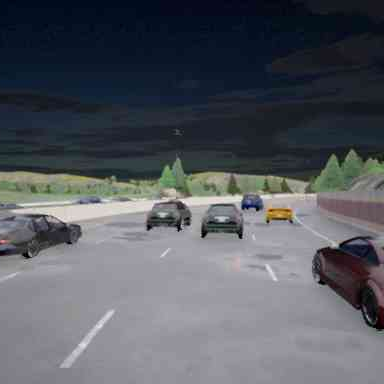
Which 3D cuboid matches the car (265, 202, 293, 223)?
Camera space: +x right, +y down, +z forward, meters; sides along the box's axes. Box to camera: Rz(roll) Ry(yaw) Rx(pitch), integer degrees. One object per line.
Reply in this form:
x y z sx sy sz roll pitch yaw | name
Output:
6.849 1.540 26.365 1.882 1.535 5.008 0 0 12 | car

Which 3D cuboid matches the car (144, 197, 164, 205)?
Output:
-7.065 1.609 62.827 1.812 1.442 4.674 0 0 21 | car

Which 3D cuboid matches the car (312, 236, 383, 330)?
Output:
3.978 1.587 6.876 1.994 1.385 4.181 0 0 4 | car

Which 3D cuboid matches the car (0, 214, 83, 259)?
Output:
-6.089 1.551 12.628 2.033 1.411 5.357 0 0 6 | car

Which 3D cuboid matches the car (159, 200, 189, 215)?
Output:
-1.779 1.578 35.116 1.812 1.442 4.674 0 0 15 | car

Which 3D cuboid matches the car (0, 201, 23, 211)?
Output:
-14.986 1.490 25.251 2.128 1.511 4.902 0 0 11 | car

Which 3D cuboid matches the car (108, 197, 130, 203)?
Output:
-12.663 1.551 58.147 2.128 1.511 4.902 0 0 22 | car

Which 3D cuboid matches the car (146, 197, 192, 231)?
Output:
-1.322 1.383 21.026 2.097 1.767 4.553 0 0 9 | car

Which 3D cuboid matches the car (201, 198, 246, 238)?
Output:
1.751 1.385 18.175 2.097 1.767 4.553 0 0 8 | car

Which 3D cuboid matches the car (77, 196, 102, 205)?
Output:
-17.229 1.394 55.900 2.097 1.767 4.553 0 0 21 | car

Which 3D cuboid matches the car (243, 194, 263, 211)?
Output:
7.567 1.311 41.707 2.150 2.045 5.566 0 0 19 | car
